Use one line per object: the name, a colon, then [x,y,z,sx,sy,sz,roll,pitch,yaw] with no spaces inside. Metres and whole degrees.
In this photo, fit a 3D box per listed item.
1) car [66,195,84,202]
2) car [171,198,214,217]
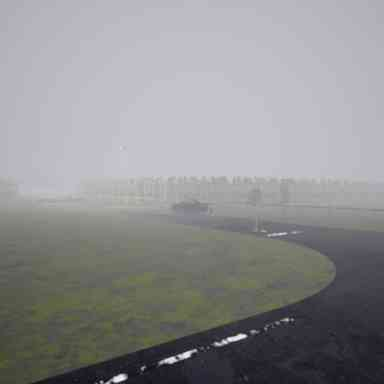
car: [-21.052,1.133,59.523,1.895,1.301,4.718,0,1,-36]
car: [-0.040,1.306,29.322,2.128,1.511,4.902,0,1,-35]
